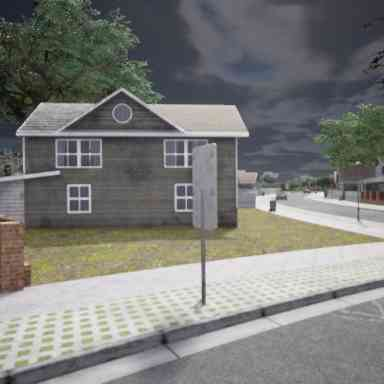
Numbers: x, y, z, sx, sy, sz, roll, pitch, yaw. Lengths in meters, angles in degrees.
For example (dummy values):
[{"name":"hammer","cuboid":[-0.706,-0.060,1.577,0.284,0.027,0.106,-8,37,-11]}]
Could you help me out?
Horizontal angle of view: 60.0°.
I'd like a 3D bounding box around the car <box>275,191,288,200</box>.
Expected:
[{"name":"car","cuboid":[15.848,0.668,58.906,1.837,1.490,4.892,0,1,13]}]
